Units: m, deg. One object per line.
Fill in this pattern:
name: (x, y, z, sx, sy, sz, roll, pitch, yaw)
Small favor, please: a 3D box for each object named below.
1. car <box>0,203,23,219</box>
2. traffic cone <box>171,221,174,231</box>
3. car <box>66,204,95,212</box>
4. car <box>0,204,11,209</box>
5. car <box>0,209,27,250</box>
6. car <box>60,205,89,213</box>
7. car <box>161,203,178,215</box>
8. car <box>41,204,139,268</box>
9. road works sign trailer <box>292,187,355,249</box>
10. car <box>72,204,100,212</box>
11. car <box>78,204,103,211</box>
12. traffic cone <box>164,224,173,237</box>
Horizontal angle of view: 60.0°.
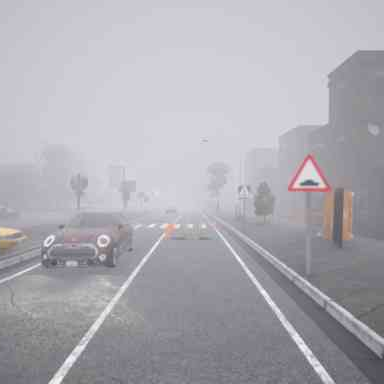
car: (-21.950, 2.116, 37.489, 4.553, 1.767, 2.185, 0, -2, 0)
traffic cone: (-1.369, 2.212, 20.193, 0.340, 0.580, 0.340, 0, -1, 0)
car: (-21.799, 3.153, 65.082, 4.892, 1.521, 2.231, 0, -2, 0)
car: (-21.890, 2.179, 34.315, 4.674, 1.452, 2.002, 0, -2, 0)
car: (-9.369, 1.583, 12.939, 5.366, 1.575, 1.946, 0, -1, 0)
car: (-21.815, 3.084, 61.806, 4.674, 1.452, 2.002, 0, -2, 0)
car: (-3.233, 2.865, 53.220, 2.033, 1.411, 5.357, 0, -2, 0)
car: (-3.346, 1.438, 11.515, 2.097, 1.767, 4.553, 0, -1, 0)
road works sign trailer: (5.929, 1.026, 14.495, 2.880, 2.380, 3.560, 2, -1, 13)
car: (-21.797, 3.260, 68.354, 5.008, 1.535, 2.097, 0, -2, 0)
car: (-21.776, 3.404, 71.499, 4.674, 1.452, 2.002, 0, -2, 0)
traffic cone: (-1.371, 2.165, 18.194, 0.340, 0.580, 0.340, 0, -1, 0)
